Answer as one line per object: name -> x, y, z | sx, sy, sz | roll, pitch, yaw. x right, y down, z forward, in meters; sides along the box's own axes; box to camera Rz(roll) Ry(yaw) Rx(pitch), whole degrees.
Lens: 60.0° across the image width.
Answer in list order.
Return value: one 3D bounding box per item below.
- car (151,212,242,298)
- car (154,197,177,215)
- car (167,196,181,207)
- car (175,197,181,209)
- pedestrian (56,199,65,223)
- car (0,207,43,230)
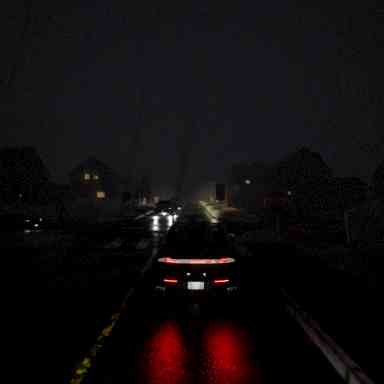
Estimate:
car -> 0.129, 1.503, 8.523 | 2.128, 1.511, 4.902 | 0, 0, 1
car -> -2.905, 1.616, 35.229 | 1.812, 1.442, 4.674 | 0, 0, 0
car -> -2.913, 1.541, 55.741 | 2.097, 1.767, 4.553 | 0, -1, 0
car -> -2.901, 1.734, 45.303 | 1.895, 1.301, 4.718 | 0, 0, 0
pedestrian -> -9.846, 1.407, 24.850 | 0.375, 1.860, 0.375 | 0, -3, -1
car -> -11.442, 1.503, 18.986 | 5.357, 1.411, 2.033 | 0, -3, 4
